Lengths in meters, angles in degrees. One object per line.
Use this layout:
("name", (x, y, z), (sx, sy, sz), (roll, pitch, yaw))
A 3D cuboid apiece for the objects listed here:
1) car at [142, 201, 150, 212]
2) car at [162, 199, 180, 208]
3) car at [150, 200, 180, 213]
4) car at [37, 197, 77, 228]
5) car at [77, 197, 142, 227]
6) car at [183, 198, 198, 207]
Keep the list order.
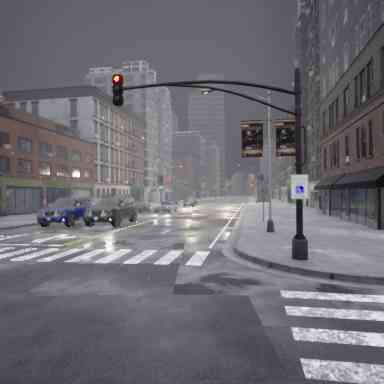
("car", (-6.287, 1.765, 39.526), (2.033, 1.411, 5.357), (-1, 0, 10))
("car", (-3.432, 1.938, 54.975), (1.895, 1.301, 4.718), (-1, 0, 10))
("car", (-3.067, 1.778, 39.083), (1.895, 1.301, 4.718), (-1, 0, 10))
("car", (-8.984, 1.407, 24.529), (2.150, 2.045, 5.566), (-1, 0, 9))
("car", (-5.738, 1.368, 24.188), (2.150, 2.045, 5.566), (-1, 0, 10))
("car", (-0.230, 1.740, 54.435), (2.128, 1.511, 4.902), (-1, 0, 10))
